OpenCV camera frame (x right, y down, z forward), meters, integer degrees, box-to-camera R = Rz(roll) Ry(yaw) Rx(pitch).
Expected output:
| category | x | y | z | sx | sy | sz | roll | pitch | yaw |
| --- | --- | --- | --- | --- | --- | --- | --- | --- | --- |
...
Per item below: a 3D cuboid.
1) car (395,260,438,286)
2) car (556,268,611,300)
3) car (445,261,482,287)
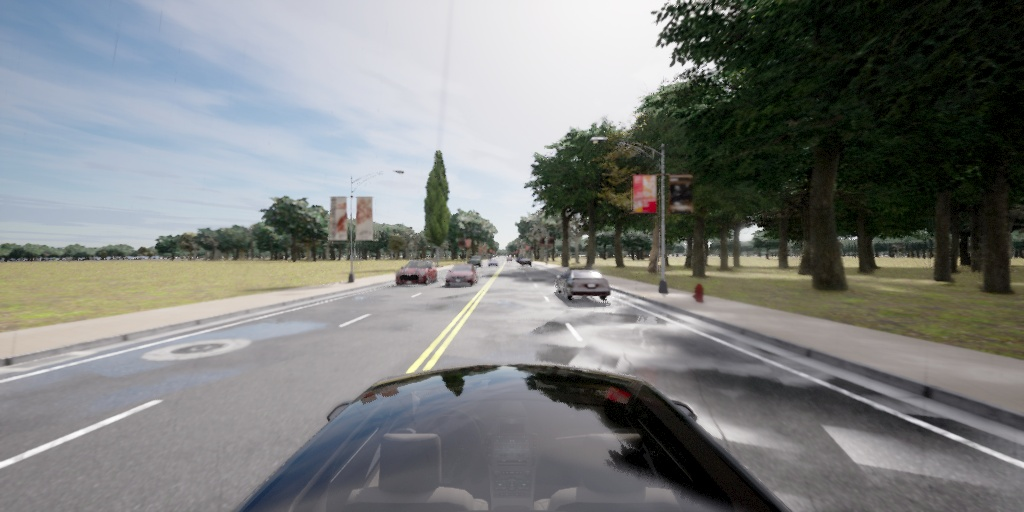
| category | x | y | z | sx | sy | sz | roll | pitch | yaw |
| --- | --- | --- | --- | --- | --- | --- | --- | --- | --- |
| car | -6.621 | 1.101 | 25.293 | 2.097 | 1.767 | 4.553 | 0 | 0 | 0 |
| car | 3.340 | 1.296 | 17.590 | 2.033 | 1.411 | 5.357 | 0 | 0 | 0 |
| car | -3.370 | 1.275 | 24.748 | 1.812 | 1.442 | 4.674 | 0 | 0 | 0 |
